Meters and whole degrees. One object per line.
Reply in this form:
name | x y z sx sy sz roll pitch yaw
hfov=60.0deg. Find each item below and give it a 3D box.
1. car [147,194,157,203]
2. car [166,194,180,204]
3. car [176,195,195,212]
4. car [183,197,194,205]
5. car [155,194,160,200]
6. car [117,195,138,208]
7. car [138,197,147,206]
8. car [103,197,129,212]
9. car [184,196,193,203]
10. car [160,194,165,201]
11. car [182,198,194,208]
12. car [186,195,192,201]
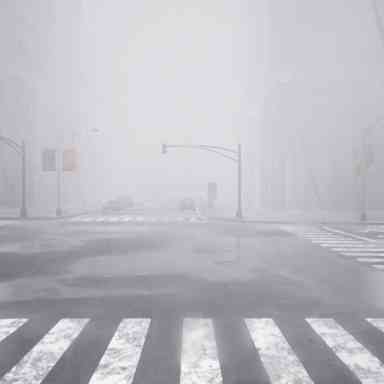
car | -9.252 1.661 71.565 1.802 1.307 4.206 0 0 0
car | -3.456 1.665 65.661 1.895 1.301 4.718 0 0 0
car | -0.559 1.444 39.051 1.967 1.590 4.097 0 0 0
car | -0.671 1.597 60.750 1.887 1.381 4.507 0 0 0
car | -9.281 1.409 76.991 2.192 1.841 5.009 0 0 0
car | -9.112 1.330 44.436 2.192 1.841 5.009 0 0 0
car | -9.167 1.564 55.117 1.752 1.417 4.829 0 0 0
car | -9.083 1.570 39.009 1.947 1.339 4.313 0 0 0
car | -0.728 1.605 71.770 1.752 1.417 4.829 0 0 0
car | -9.365 1.686 93.268 1.887 1.381 4.507 0 0 0
car | -0.615 1.609 49.900 1.802 1.307 4.206 0 0 0
car | -0.841 1.686 93.300 1.887 1.381 4.507 0 0 0
